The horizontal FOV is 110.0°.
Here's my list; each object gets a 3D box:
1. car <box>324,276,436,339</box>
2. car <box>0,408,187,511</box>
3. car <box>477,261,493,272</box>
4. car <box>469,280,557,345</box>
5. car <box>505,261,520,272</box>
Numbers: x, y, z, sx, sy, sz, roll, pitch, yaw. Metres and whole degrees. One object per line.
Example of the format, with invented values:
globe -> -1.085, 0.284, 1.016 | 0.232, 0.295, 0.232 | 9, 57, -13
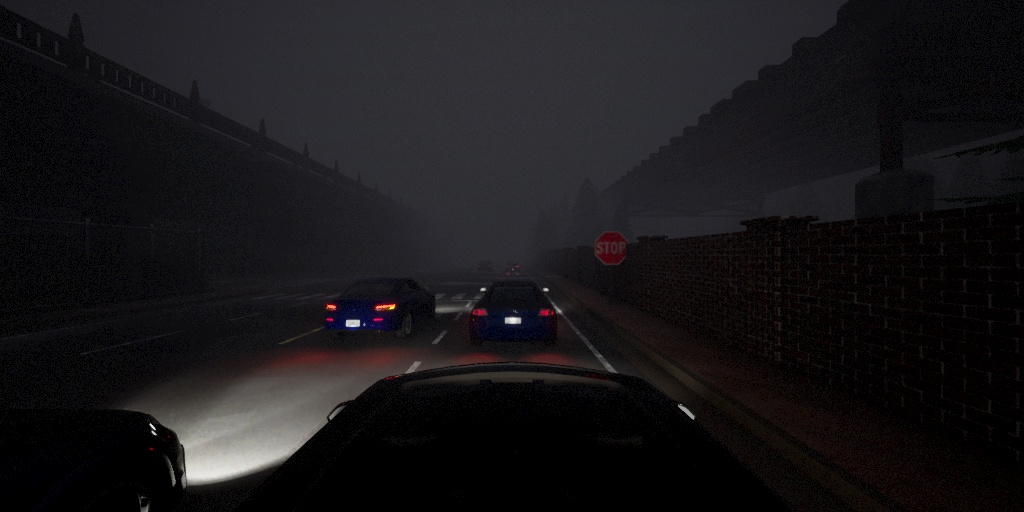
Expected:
car -> -3.420, 1.276, 9.993 | 1.812, 1.442, 4.674 | 0, 0, 0
car -> -3.399, 1.314, 0.897 | 1.994, 1.385, 4.181 | 0, 0, 0
car -> -3.430, 1.297, 46.039 | 2.033, 1.411, 5.357 | 0, 0, -1
car -> 0.062, 1.314, 9.473 | 1.994, 1.385, 4.181 | 0, 0, 1
car -> 0.064, 1.351, 46.241 | 1.895, 1.301, 4.718 | 0, 0, -1
